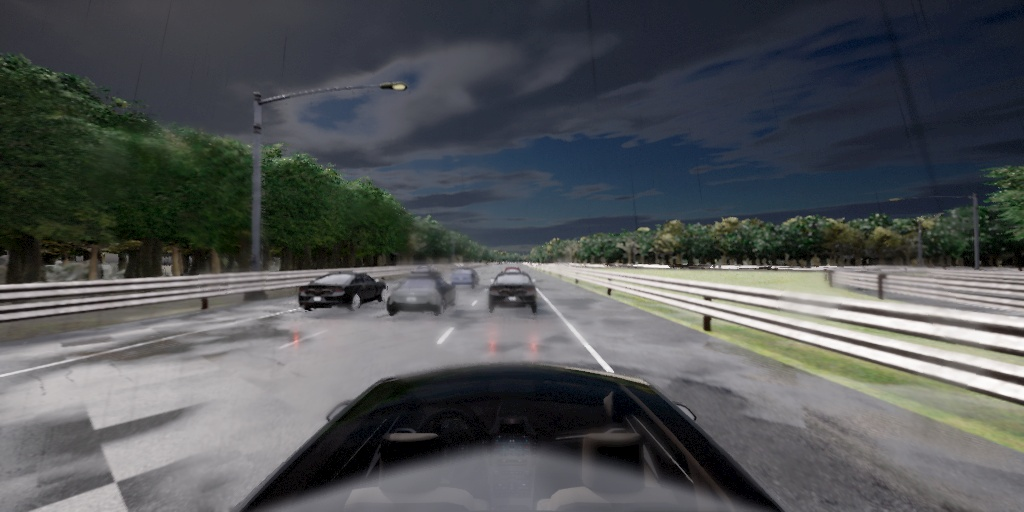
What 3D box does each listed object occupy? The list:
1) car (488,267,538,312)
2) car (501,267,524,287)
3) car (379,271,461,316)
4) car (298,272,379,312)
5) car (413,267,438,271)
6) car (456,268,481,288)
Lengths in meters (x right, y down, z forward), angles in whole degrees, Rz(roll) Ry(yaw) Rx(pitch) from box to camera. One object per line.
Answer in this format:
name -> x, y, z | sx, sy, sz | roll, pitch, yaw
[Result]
car -> 0.054, 1.407, 15.309 | 1.882, 1.535, 5.008 | 0, 0, 0
car -> 0.051, 1.655, 29.857 | 1.812, 1.442, 4.674 | 0, -1, 1
car -> -3.451, 1.482, 14.381 | 1.994, 1.385, 4.181 | 0, -1, 0
car -> -6.942, 1.402, 15.294 | 1.882, 1.535, 5.008 | 0, 0, 0
car -> -6.955, 1.612, 29.162 | 2.128, 1.511, 4.902 | 0, -1, 1
car -> -3.478, 1.637, 26.996 | 2.033, 1.411, 5.357 | 0, -1, 0
